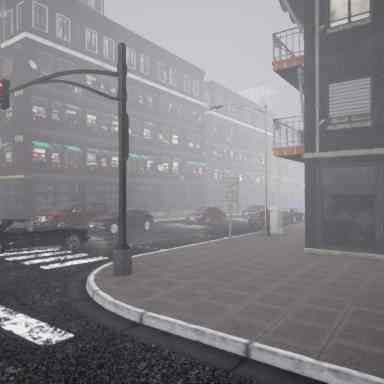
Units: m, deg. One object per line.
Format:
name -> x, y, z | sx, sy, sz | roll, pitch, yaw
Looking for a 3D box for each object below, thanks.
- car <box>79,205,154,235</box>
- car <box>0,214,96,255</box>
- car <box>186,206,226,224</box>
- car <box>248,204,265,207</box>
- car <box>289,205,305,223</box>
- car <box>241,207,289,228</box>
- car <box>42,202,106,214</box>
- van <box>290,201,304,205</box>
car -> -4.498, 1.814, 21.461 | 1.837, 1.490, 4.892 | 0, -1, 35
car -> -6.569, 1.719, 13.195 | 4.718, 1.301, 1.895 | 3, -3, -44
car -> 1.360, 2.019, 29.763 | 1.812, 1.442, 4.674 | 0, -1, 35
car -> 7.338, 2.189, 38.237 | 1.837, 1.490, 4.892 | 0, -1, 36
car -> 9.096, 2.120, 30.780 | 2.008, 1.369, 4.403 | -2, -2, 35
car -> 5.822, 2.048, 26.132 | 1.802, 1.307, 4.206 | -2, -2, 35
car -> -7.585, 1.603, 21.603 | 2.192, 1.841, 5.009 | -1, -2, 35
van -> 18.602, 2.463, 58.776 | 1.690, 1.788, 3.998 | -2, -2, 35
